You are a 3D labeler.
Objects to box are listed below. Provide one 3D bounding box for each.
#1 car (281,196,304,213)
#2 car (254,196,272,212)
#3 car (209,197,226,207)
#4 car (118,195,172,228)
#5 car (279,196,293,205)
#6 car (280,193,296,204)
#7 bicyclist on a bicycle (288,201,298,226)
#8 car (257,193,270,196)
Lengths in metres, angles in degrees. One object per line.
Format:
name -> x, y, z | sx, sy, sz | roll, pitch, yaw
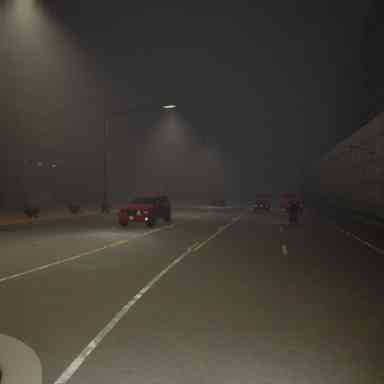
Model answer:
car -> 11.540, 1.547, 37.679 | 2.033, 1.411, 5.357 | 0, 0, 14
car -> 8.151, 1.547, 38.604 | 2.033, 1.411, 5.357 | 0, 0, 14
car -> 4.049, 1.548, 51.842 | 2.033, 1.411, 5.357 | 0, 0, 14
car -> -3.064, 1.221, 22.970 | 2.150, 2.045, 5.566 | 0, 0, 14
car -> 16.416, 1.491, 58.118 | 2.128, 1.511, 4.902 | 0, 0, 14
car -> 13.961, 1.221, 48.051 | 2.150, 2.045, 5.566 | 0, 0, 14
bicyclist on a bicycle -> 6.718, 1.455, 22.075 | 0.582, 1.620, 1.656 | 0, -2, -1
car -> 10.561, 1.221, 48.880 | 2.150, 2.045, 5.566 | 0, 0, 14
